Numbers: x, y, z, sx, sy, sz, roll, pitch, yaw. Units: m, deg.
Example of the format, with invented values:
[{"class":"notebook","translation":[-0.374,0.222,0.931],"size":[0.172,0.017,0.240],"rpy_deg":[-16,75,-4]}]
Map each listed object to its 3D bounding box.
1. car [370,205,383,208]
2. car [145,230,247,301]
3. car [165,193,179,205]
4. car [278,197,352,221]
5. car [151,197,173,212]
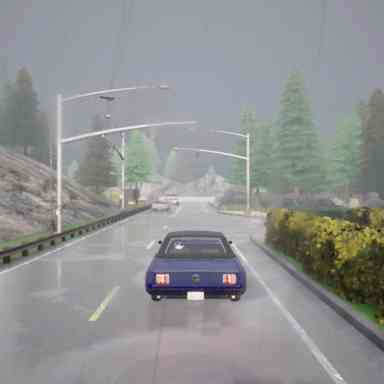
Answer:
[{"class":"car","translation":[15.491,1.763,27.836],"size":[4.718,1.301,1.895],"rpy_deg":[0,0,0]},{"class":"car","translation":[0.081,1.601,8.263],"size":[1.895,1.301,4.718],"rpy_deg":[0,0,0]},{"class":"car","translation":[-3.511,1.209,58.334],"size":[2.150,2.045,5.566],"rpy_deg":[0,0,0]},{"class":"car","translation":[9.002,1.393,23.905],"size":[5.566,2.045,2.150],"rpy_deg":[0,0,-4]},{"class":"car","translation":[-3.602,1.601,39.002],"size":[1.895,1.301,4.718],"rpy_deg":[0,0,0]}]
